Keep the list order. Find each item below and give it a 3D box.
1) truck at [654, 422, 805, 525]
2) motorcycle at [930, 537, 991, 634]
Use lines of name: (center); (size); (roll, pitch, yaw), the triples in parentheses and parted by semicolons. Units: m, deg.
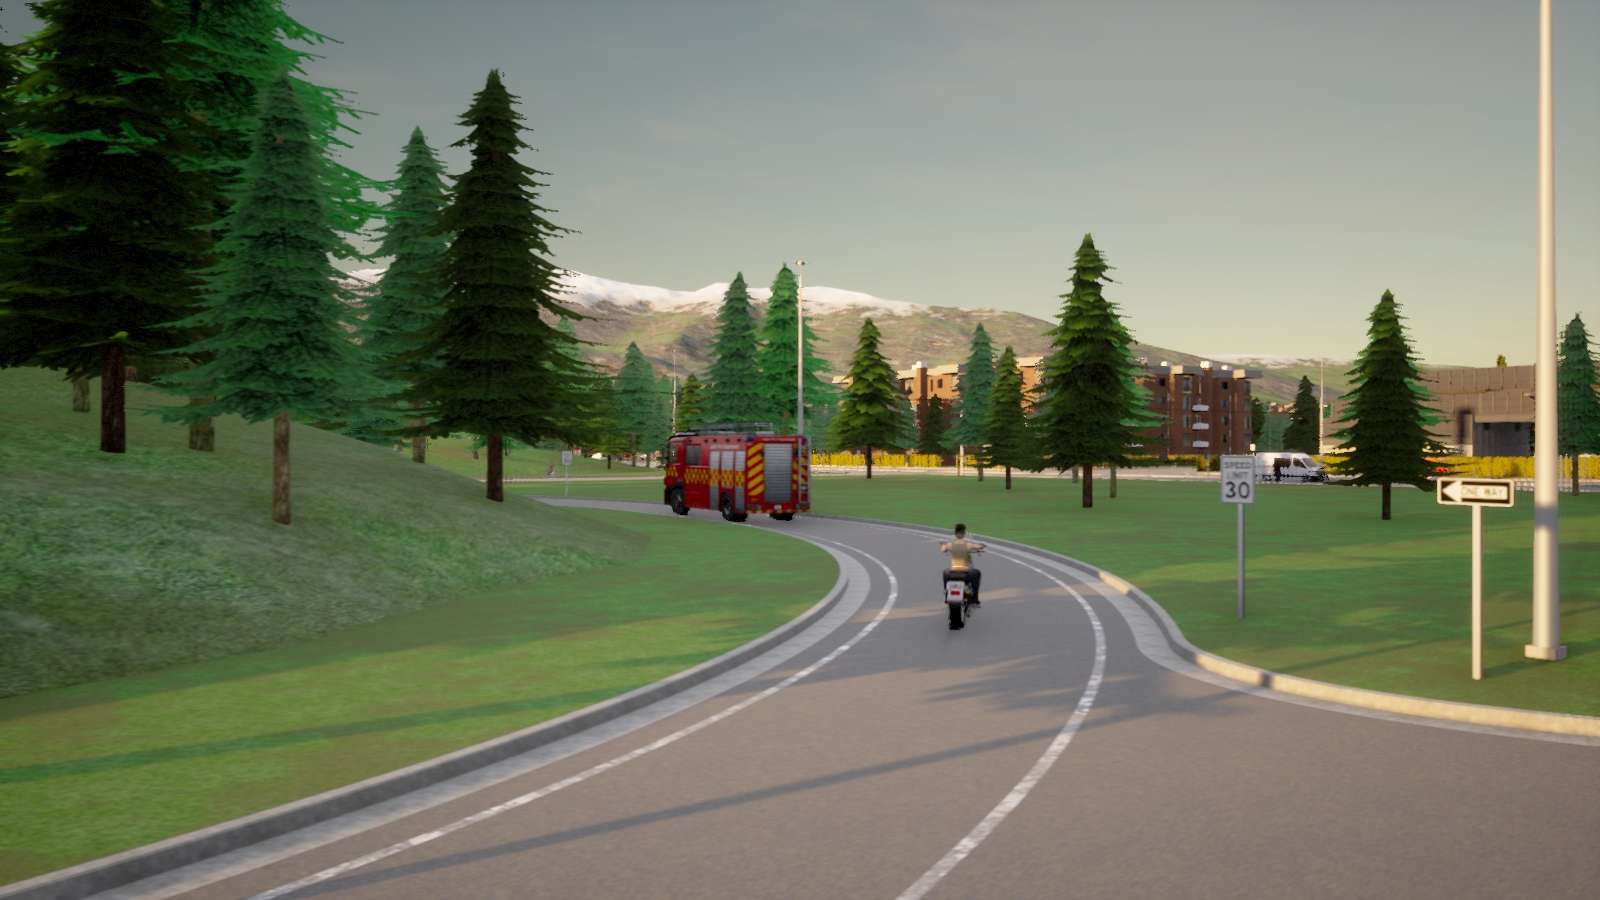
truck: (-3.105, 0.879, 47.138); (2.891, 3.827, 8.468); (0, 0, -29)
motorcycle: (2.632, 2.148, 18.572); (0.764, 1.307, 2.356); (0, 0, 13)
